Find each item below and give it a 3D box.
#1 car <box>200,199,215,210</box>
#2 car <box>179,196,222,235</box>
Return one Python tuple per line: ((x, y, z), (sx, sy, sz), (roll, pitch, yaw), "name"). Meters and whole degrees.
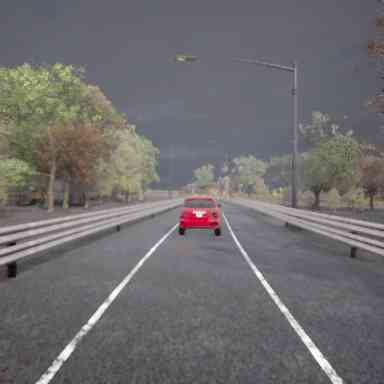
((2.116, 1.676, 45.651), (1.994, 1.385, 4.181), (0, 0, 2), "car")
((0.535, 1.267, 19.423), (2.150, 2.045, 5.566), (0, 0, 4), "car")
